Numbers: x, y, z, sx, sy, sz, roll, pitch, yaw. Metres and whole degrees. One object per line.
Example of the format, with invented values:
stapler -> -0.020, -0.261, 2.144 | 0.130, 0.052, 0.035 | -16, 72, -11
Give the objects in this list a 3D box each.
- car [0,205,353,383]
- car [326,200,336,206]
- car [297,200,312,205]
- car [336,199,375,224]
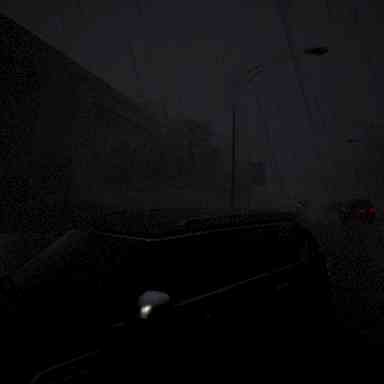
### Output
car -> -0.453, 1.247, 3.669 | 5.566, 2.045, 2.150 | 1, 0, -44
car -> 17.960, 1.692, 41.473 | 2.128, 1.511, 4.902 | 1, 2, 17
car -> 14.680, 1.731, 43.415 | 1.895, 1.301, 4.718 | 1, 2, 17
car -> 14.163, 1.588, 28.745 | 2.150, 2.045, 5.566 | 1, 1, 17
